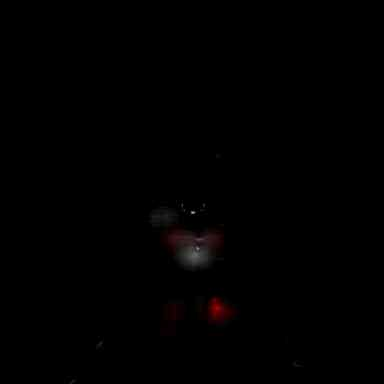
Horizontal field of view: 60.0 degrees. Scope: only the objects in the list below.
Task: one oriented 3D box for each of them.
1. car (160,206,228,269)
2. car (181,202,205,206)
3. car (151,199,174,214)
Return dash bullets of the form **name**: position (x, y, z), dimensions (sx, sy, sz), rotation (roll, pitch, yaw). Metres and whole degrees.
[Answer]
- **car**: position (0.080, 1.447, 11.016), dimensions (2.128, 1.511, 4.902), rotation (0, 0, 0)
- **car**: position (0.077, 1.456, 26.426), dimensions (1.994, 1.385, 4.181), rotation (0, 0, 0)
- **car**: position (-2.845, 1.428, 32.903), dimensions (1.994, 1.385, 4.181), rotation (0, 0, 0)
